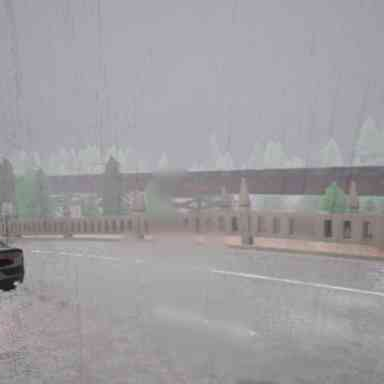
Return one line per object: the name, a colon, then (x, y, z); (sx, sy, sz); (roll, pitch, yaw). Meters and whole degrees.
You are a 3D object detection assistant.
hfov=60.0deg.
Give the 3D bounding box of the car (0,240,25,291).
car: (-6.238, 1.722, 8.438); (5.008, 1.535, 1.882); (-3, -2, 35)
